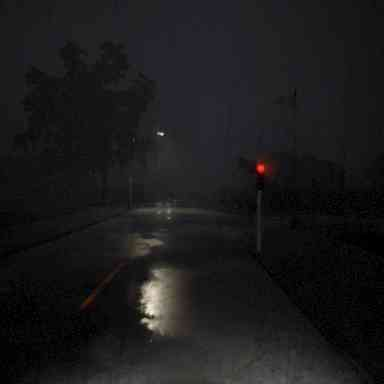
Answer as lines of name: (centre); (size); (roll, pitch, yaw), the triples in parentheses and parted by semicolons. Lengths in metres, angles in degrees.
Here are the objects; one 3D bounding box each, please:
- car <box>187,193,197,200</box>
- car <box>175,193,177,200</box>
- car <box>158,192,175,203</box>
car: (-0.001, 0.861, 65.016); (1.895, 1.301, 4.718); (0, 1, 0)
car: (-4.013, 0.750, 66.149); (1.837, 1.490, 4.892); (0, 1, 0)
car: (-4.077, 0.927, 50.696); (1.837, 1.490, 4.892); (0, 1, 0)
